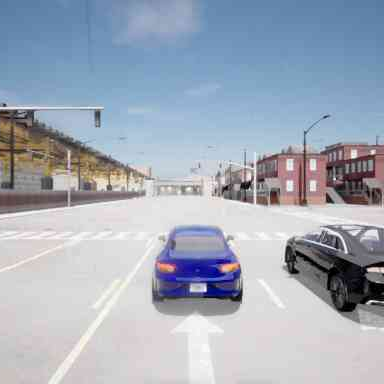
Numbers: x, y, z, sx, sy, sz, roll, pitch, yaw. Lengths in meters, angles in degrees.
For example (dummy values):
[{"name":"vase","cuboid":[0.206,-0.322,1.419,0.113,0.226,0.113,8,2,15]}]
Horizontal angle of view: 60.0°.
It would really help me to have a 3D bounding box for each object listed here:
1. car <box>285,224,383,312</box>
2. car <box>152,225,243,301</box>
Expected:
[{"name":"car","cuboid":[3.610,1.492,7.687,2.128,1.511,4.902,0,0,-1]},{"name":"car","cuboid":[0.107,1.526,8.180,1.812,1.442,4.674,0,0,0]}]
